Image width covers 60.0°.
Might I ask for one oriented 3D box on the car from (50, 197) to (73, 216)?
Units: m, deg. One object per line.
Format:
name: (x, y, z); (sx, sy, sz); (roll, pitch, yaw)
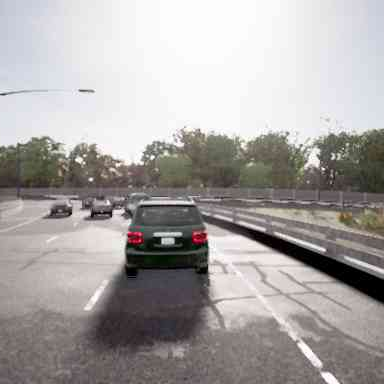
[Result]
car: (-12.259, 1.477, 31.395); (1.812, 1.442, 4.674); (0, 0, -17)

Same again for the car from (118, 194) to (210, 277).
car: (-0.793, 1.206, 10.362); (2.150, 2.045, 5.566); (0, 0, -5)

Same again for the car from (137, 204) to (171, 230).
car: (-2.613, 1.563, 21.885); (1.895, 1.301, 4.718); (0, 0, -11)

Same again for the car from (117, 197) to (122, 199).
car: (-10.216, 1.416, 45.365); (2.128, 1.511, 4.902); (0, 0, -24)

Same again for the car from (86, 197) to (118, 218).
car: (-8.135, 1.443, 29.922); (2.128, 1.511, 4.902); (0, 0, -16)

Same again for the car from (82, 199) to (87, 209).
car: (-13.605, 1.530, 44.425); (1.895, 1.301, 4.718); (0, 0, -24)

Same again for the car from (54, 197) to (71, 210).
car: (-16.996, 1.436, 43.418); (1.837, 1.490, 4.892); (0, 0, -24)
